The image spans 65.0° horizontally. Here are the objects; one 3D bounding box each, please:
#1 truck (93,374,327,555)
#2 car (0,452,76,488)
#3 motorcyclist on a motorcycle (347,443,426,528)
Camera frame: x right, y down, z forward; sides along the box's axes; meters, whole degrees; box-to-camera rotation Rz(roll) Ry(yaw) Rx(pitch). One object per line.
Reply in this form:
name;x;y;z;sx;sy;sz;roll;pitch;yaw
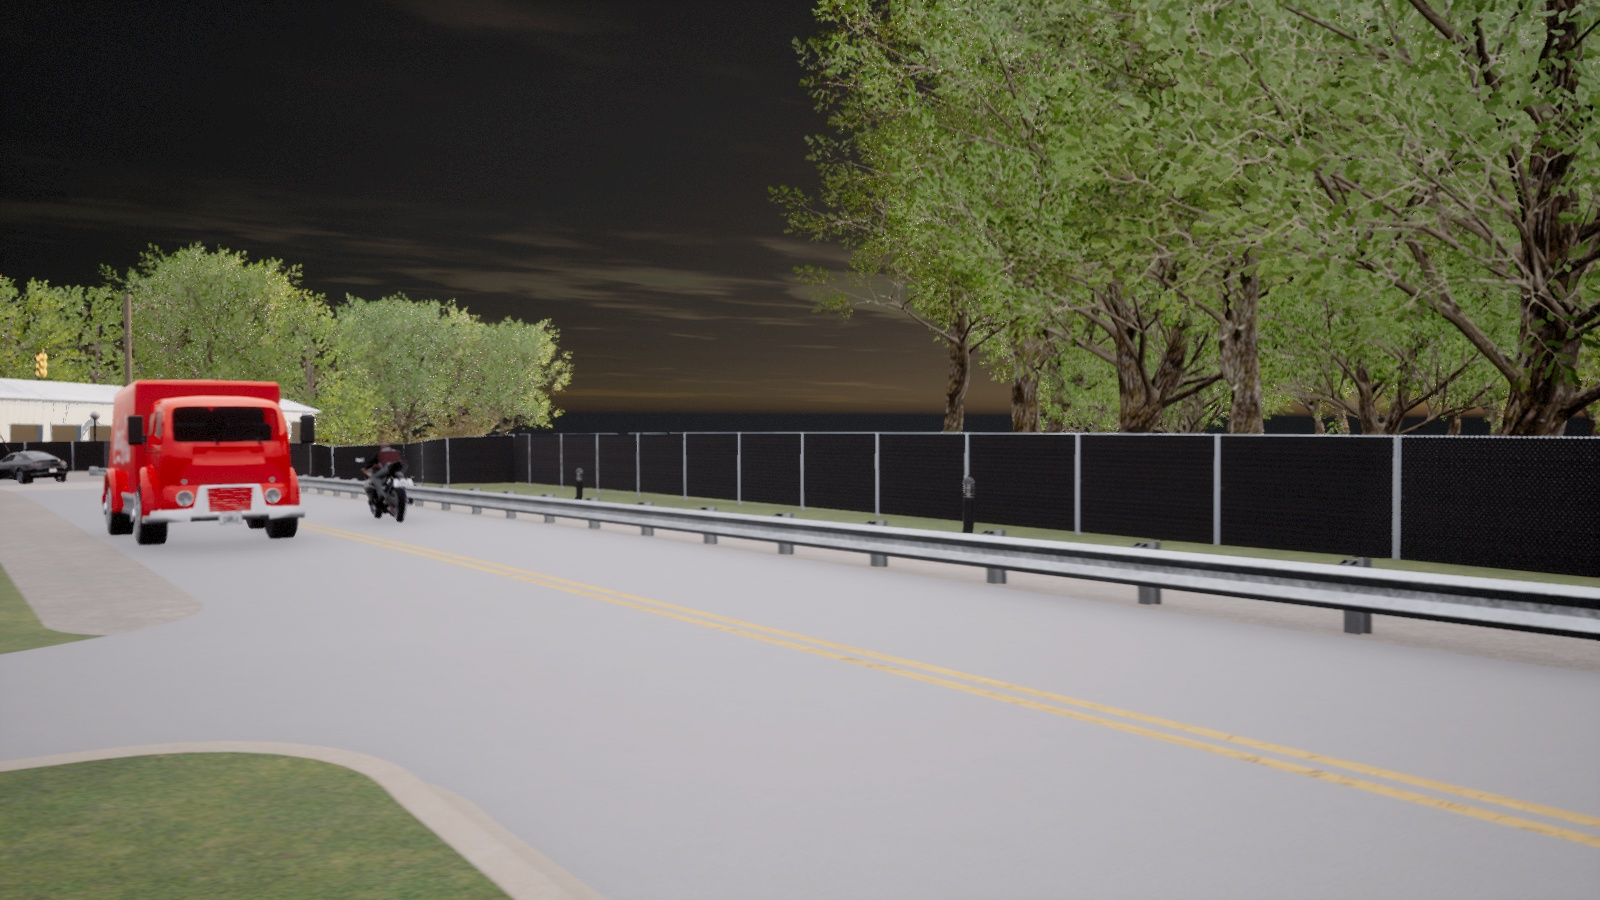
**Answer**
truck;-9.524;0.186;19.987;2.627;2.467;5.204;-1;1;-33
car;-34.537;0.925;56.064;4.674;1.442;1.812;-2;1;33
motorcyclist on a motorcycle;-7.880;0.648;23.891;0.866;1.530;2.191;-1;1;-33
